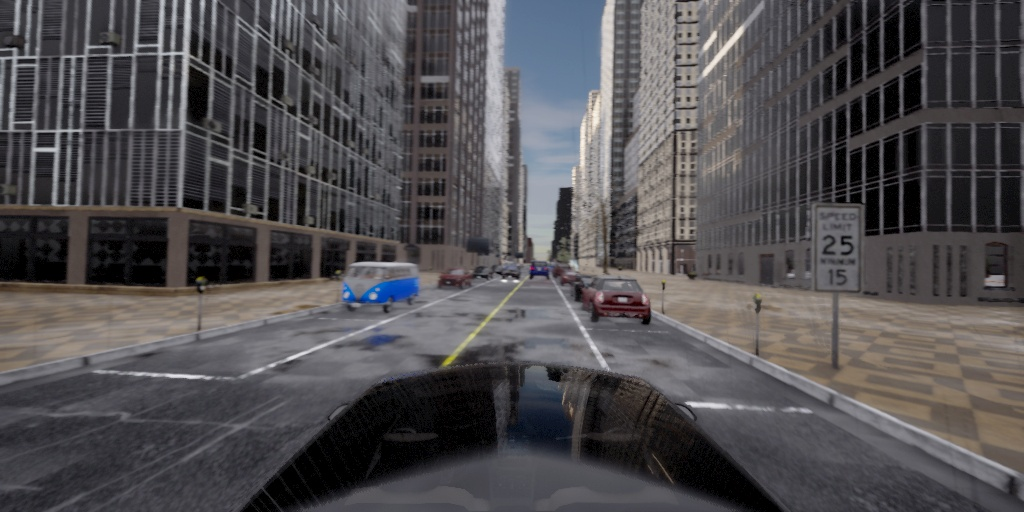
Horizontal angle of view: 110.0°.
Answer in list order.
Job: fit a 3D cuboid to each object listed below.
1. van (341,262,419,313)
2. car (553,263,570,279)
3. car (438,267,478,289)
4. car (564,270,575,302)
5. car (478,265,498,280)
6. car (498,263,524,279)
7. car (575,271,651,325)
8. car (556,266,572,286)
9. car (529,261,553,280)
[{"bbox_3d":[-4.978,1.130,13.923,1.690,1.789,3.998,0,0,5],"label":"van"},{"bbox_3d":[5.838,1.729,41.541,2.192,1.841,5.009,0,0,5],"label":"car"},{"bbox_3d":[-3.928,1.508,25.250,1.888,1.381,4.507,0,0,5],"label":"car"},{"bbox_3d":[4.026,1.638,18.861,1.948,1.339,4.313,0,0,5],"label":"car"},{"bbox_3d":[-2.980,1.701,36.585,1.948,1.339,4.313,0,0,5],"label":"car"},{"bbox_3d":[0.007,1.798,39.877,2.033,1.411,5.357,1,-1,5],"label":"car"},{"bbox_3d":[3.612,1.428,13.188,1.967,1.591,4.097,0,0,5],"label":"car"},{"bbox_3d":[4.899,1.824,30.203,1.802,1.307,4.207,0,0,5],"label":"car"},{"bbox_3d":[3.113,1.550,40.039,2.150,2.045,5.566,1,-1,5],"label":"car"}]
